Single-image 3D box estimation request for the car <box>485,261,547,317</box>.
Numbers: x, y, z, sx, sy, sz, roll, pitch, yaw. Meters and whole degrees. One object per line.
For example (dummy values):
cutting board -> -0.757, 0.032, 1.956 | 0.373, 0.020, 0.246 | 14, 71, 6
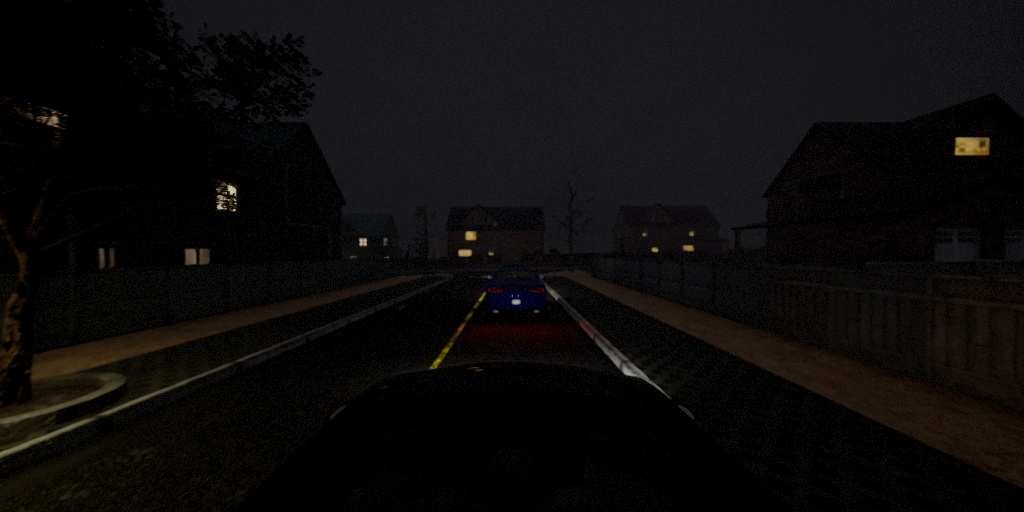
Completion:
car -> 0.126, 1.112, 12.587 | 1.882, 1.535, 5.008 | 0, 1, 0
